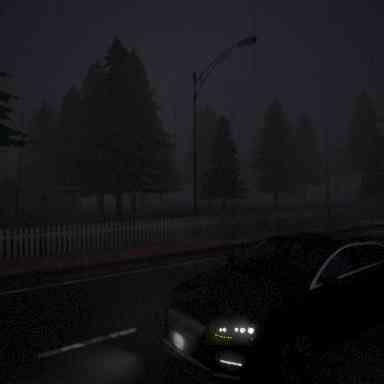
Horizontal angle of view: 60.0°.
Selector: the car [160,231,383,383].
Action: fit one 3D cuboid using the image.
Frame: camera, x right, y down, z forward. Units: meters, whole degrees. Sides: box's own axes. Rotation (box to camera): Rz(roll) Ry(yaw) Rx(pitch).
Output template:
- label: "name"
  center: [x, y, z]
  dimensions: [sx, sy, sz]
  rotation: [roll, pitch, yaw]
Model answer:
- label: "car"
  center: [1.829, 1.456, 5.342]
  dimensions: [4.902, 1.511, 2.128]
  rotation: [-1, 0, -36]
